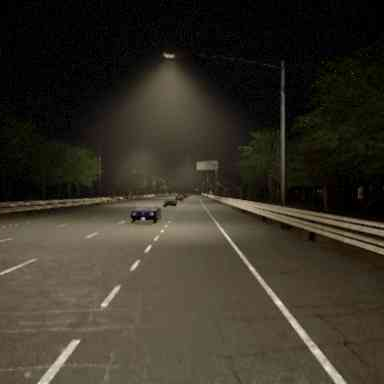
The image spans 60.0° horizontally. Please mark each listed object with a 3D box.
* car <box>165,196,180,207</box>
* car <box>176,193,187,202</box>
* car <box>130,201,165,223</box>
[{"bbox_3d":[-3.322,1.646,52.727,1.895,1.301,4.718,0,0,0],"label":"car"},{"bbox_3d":[-3.091,1.419,81.869,2.097,1.767,4.553,0,0,1],"label":"car"},{"bbox_3d":[-3.452,1.619,25.738,1.895,1.301,4.718,0,0,0],"label":"car"}]
